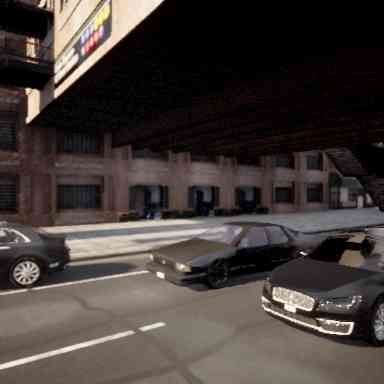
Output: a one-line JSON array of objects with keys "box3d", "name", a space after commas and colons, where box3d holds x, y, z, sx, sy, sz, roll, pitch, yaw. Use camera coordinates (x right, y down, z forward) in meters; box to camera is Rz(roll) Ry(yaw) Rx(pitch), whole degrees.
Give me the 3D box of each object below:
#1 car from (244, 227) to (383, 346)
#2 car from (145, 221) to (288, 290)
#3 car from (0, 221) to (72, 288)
[{"box3d": [3.468, 1.505, 6.428, 4.892, 1.490, 1.837, 0, 0, -35], "name": "car"}, {"box3d": [1.447, 1.548, 9.286, 5.357, 1.411, 2.033, 0, 0, -35], "name": "car"}, {"box3d": [-5.481, 1.481, 7.949, 4.892, 1.521, 2.231, 0, 0, -26], "name": "car"}]
